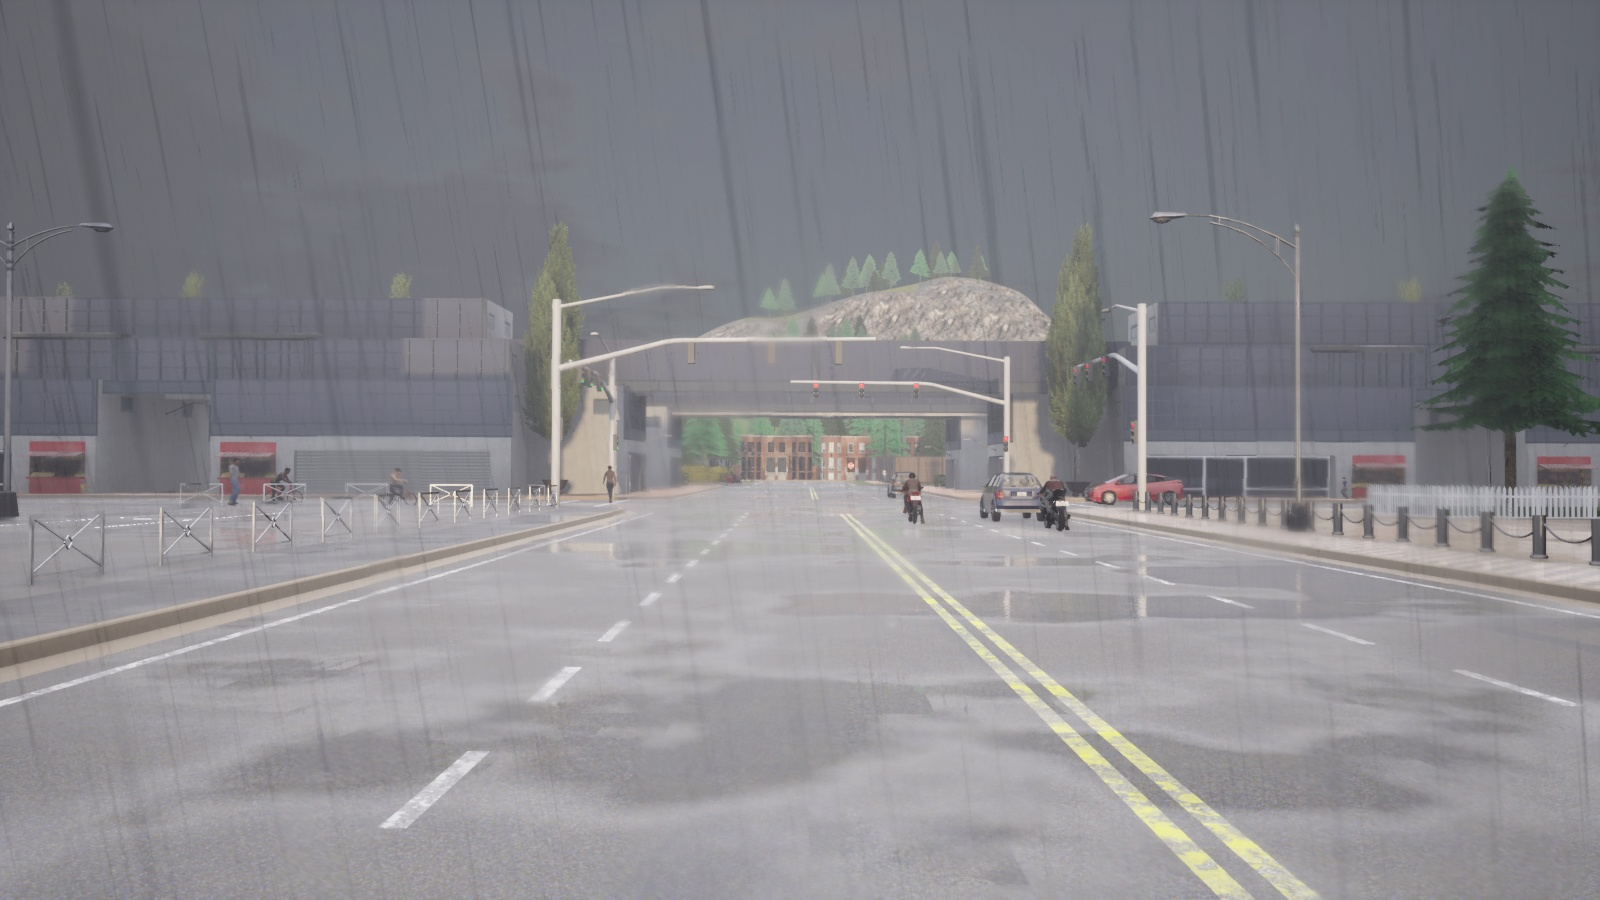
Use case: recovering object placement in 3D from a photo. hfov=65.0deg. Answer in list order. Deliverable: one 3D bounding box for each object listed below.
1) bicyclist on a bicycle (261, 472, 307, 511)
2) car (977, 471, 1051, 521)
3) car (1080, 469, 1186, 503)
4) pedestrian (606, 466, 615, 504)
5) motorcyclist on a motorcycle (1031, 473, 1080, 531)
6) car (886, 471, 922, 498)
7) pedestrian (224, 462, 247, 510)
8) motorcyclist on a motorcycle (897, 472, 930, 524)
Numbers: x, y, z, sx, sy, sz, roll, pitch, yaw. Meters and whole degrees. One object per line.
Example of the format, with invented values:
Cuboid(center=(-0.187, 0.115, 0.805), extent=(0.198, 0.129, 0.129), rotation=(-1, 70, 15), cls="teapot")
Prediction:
Cuboid(center=(-21.627, 1.735, 52.620), extent=(1.656, 1.620, 0.582), rotation=(0, -1, 1), cls="bicyclist on a bicycle")
Cuboid(center=(6.895, 1.449, 40.792), extent=(1.789, 1.549, 3.705), rotation=(0, -1, 0), cls="car")
Cuboid(center=(15.790, 1.698, 59.674), extent=(4.514, 1.525, 2.007), rotation=(0, -1, 0), cls="car")
Cuboid(center=(-8.944, 1.639, 59.254), extent=(0.328, 1.805, 0.869), rotation=(0, -1, -13), cls="pedestrian")
Cuboid(center=(6.913, 1.394, 34.125), extent=(0.866, 1.530, 2.191), rotation=(0, -1, 0), cls="motorcyclist on a motorcycle")
Cuboid(center=(6.128, 2.014, 74.326), extent=(1.789, 1.549, 3.705), rotation=(0, -1, -1), cls="car")
Cuboid(center=(-21.461, 1.359, 47.759), extent=(0.706, 1.836, 0.354), rotation=(0, -1, 0), cls="pedestrian")
Cuboid(center=(3.393, 1.415, 37.733), extent=(0.797, 1.523, 2.044), rotation=(0, -1, 0), cls="motorcyclist on a motorcycle")
